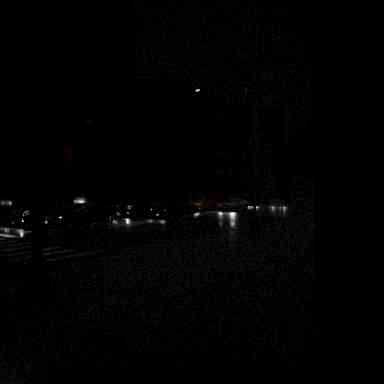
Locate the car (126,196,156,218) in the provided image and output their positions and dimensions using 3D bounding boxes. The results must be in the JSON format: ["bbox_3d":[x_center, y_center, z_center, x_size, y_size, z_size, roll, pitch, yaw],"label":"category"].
[{"bbox_3d":[-4.732,1.268,29.478,2.097,1.767,4.553,0,0,35],"label":"car"}]

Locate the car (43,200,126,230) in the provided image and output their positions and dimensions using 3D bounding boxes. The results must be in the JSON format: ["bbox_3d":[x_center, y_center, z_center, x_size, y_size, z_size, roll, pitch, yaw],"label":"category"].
[{"bbox_3d":[-6.850,1.436,20.864,2.128,1.511,4.902,0,0,35],"label":"car"}]

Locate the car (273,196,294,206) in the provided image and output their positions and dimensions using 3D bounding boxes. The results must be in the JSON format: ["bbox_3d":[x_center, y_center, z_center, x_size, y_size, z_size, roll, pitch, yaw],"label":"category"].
[{"bbox_3d":[13.717,1.354,49.741,1.837,1.490,4.892,0,0,35],"label":"car"}]

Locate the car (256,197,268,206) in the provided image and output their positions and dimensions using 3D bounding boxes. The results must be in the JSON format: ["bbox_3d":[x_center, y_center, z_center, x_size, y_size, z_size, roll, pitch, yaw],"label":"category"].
[{"bbox_3d":[9.743,1.374,49.801,1.994,1.385,4.181,0,0,36],"label":"car"}]

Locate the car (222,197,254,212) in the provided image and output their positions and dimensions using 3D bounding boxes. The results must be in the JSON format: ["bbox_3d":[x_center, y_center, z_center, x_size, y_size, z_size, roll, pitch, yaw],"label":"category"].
[{"bbox_3d":[4.799,1.385,37.303,1.812,1.442,4.674,0,0,35],"label":"car"}]

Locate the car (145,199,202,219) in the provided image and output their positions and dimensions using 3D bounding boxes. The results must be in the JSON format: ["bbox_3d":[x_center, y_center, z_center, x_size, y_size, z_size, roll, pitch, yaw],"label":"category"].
[{"bbox_3d":[-1.494,1.507,28.429,1.895,1.301,4.718,0,0,35],"label":"car"}]

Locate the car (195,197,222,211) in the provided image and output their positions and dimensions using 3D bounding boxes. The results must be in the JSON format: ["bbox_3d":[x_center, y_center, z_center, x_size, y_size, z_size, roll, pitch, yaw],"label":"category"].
[{"bbox_3d":[1.000,1.352,37.567,1.882,1.535,5.008,0,0,35],"label":"car"}]

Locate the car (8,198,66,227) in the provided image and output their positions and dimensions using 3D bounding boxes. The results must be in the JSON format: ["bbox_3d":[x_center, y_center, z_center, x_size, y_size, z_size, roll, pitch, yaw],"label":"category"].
[{"bbox_3d":[-9.763,1.305,22.371,2.097,1.767,4.553,0,0,35],"label":"car"}]
